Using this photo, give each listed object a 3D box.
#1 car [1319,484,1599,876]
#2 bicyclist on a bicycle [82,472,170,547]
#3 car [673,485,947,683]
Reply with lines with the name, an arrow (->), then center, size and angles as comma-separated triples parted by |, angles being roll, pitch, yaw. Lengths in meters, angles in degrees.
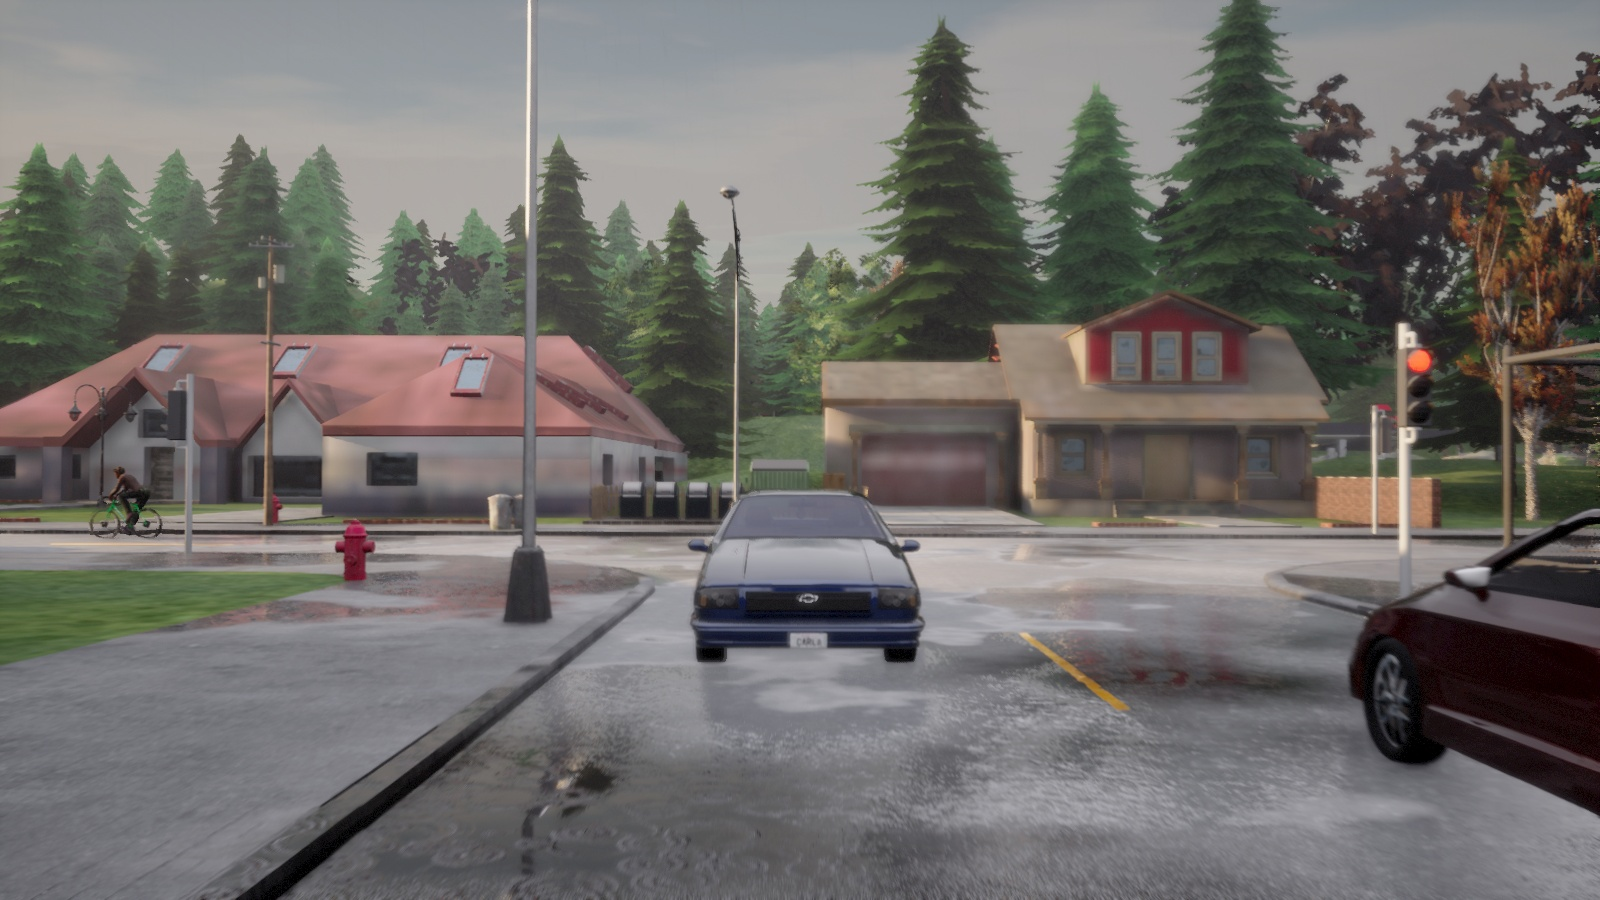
car -> 4.003, 0.908, 5.520 | 1.816, 1.474, 4.193 | 0, -1, 2
bicyclist on a bicycle -> -14.992, 1.314, 27.952 | 1.656, 1.620, 0.582 | -1, -1, 3
car -> 0.033, 1.072, 12.032 | 2.033, 1.411, 5.357 | 0, -1, -1
